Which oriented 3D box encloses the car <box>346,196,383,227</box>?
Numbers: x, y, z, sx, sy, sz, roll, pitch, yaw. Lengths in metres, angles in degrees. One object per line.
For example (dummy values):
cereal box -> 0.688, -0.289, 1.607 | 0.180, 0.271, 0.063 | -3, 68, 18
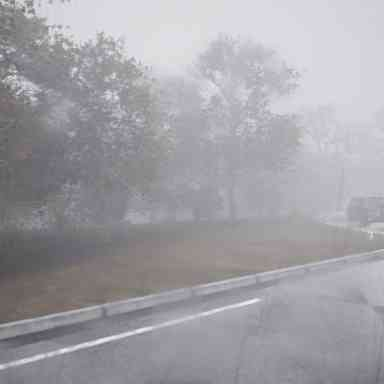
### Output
car -> 12.993, 1.337, 24.239 | 2.150, 2.045, 5.566 | 0, 0, 9
